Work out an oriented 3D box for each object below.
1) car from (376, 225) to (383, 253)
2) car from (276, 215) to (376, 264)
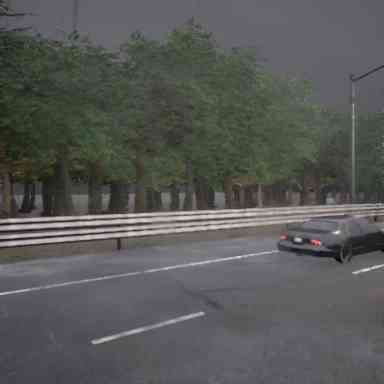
[{"bbox_3d":[7.427,1.548,9.044,5.357,1.411,2.033,0,0,-35],"label":"car"},{"bbox_3d":[5.365,1.548,11.872,5.357,1.411,2.033,0,0,-35],"label":"car"}]
